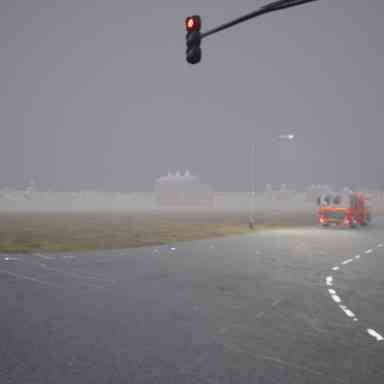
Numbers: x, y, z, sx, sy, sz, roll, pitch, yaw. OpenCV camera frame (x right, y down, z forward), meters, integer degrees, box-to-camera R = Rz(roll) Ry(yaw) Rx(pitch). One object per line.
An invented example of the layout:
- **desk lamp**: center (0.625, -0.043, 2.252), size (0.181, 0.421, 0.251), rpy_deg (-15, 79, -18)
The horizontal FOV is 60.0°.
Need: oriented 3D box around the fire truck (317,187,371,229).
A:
- **fire truck**: center (15.126, 1.522, 32.554), size (2.891, 3.827, 8.468), rpy_deg (0, -2, 39)
